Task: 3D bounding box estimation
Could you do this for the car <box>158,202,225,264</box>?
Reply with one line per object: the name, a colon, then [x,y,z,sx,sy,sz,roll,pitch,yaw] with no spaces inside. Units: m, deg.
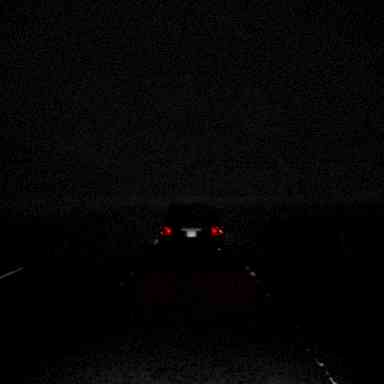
car: [0.003,1.364,12.590,2.150,2.045,5.566,0,0,0]
